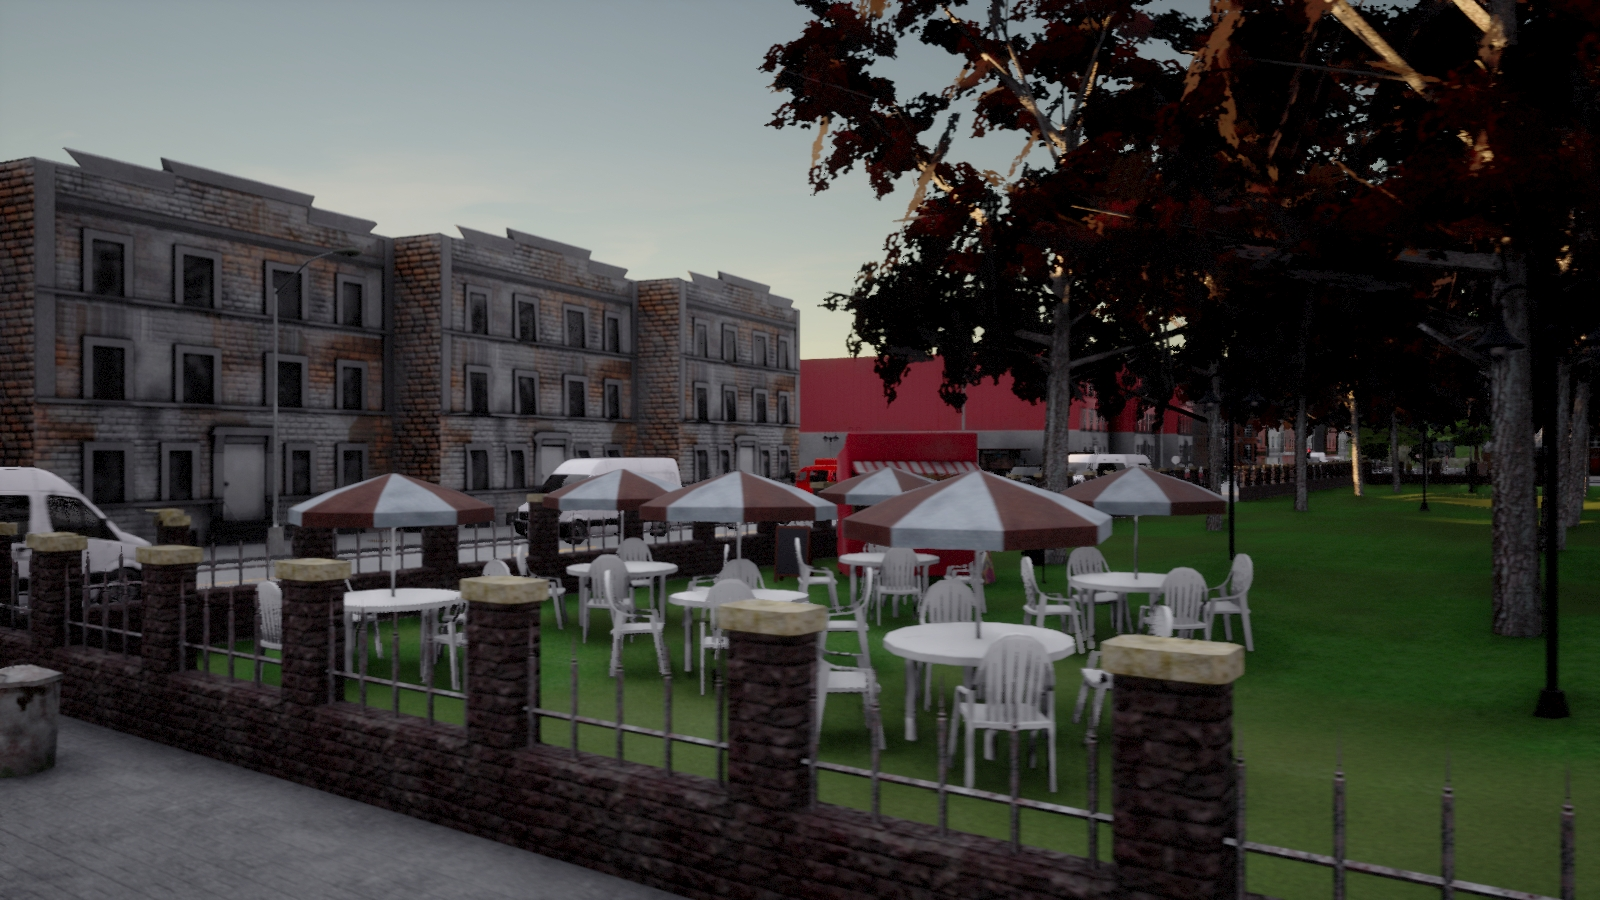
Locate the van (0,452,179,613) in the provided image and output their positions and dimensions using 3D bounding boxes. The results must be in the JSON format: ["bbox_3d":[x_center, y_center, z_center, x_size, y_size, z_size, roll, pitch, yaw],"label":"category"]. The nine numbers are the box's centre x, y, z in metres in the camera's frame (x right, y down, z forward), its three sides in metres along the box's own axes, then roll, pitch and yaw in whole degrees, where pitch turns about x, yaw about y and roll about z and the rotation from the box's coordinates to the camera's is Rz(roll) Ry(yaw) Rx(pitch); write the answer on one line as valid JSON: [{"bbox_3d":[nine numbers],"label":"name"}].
[{"bbox_3d":[-13.578,1.314,18.704,1.988,2.561,5.915,0,0,27],"label":"van"}]

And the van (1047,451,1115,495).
[{"bbox_3d":[17.139,1.315,69.435,1.988,2.561,5.915,0,0,35],"label":"van"}]

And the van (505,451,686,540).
[{"bbox_3d":[-6.296,1.315,35.924,1.988,2.561,5.915,0,0,35],"label":"van"}]

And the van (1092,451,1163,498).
[{"bbox_3d":[18.533,1.314,64.455,1.988,2.561,5.915,0,0,35],"label":"van"}]

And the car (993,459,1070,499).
[{"bbox_3d":[12.856,1.560,63.256,2.150,2.045,5.566,0,0,35],"label":"car"}]

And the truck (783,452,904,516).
[{"bbox_3d":[1.885,1.346,47.616,2.627,2.467,5.204,0,0,35],"label":"truck"}]
